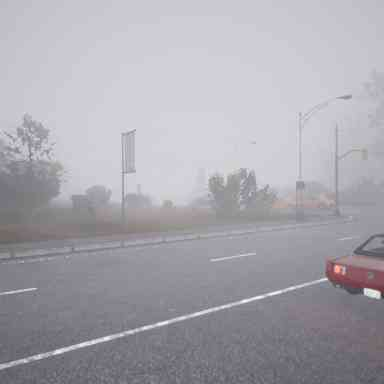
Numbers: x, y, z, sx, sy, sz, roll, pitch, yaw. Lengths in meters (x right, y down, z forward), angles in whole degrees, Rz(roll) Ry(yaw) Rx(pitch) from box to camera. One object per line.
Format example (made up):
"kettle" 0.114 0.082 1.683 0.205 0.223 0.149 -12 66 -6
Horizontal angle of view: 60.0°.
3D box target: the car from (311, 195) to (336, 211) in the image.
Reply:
"car" 13.784 1.121 37.285 2.097 1.767 4.553 -1 0 -39

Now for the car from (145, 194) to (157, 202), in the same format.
"car" -8.711 1.149 65.348 2.097 1.767 4.553 -1 0 -39

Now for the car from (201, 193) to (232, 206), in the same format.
"car" 3.572 1.128 49.949 2.097 1.767 4.553 -1 0 -39

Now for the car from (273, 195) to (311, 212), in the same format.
"car" 9.948 1.276 36.466 1.882 1.535 5.008 -1 0 -39

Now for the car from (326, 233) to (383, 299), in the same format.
"car" 5.133 1.569 7.433 4.718 1.301 1.895 0 0 -36

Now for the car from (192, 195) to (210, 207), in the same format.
"car" 2.089 1.282 46.211 1.882 1.535 5.008 -1 1 -39
